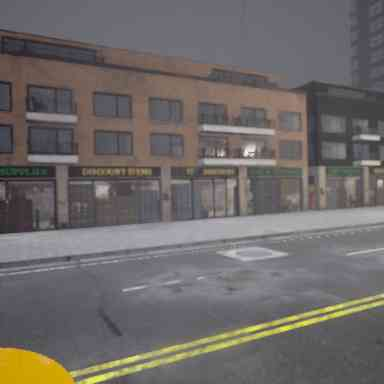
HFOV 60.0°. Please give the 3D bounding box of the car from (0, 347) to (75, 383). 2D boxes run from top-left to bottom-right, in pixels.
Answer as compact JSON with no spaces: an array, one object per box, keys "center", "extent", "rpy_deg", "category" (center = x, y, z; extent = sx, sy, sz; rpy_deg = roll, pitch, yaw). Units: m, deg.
[{"center":[-3.032,1.560,1.312],"extent":[5.008,1.535,1.882],"rpy_deg":[-2,0,-26],"category":"car"}]
